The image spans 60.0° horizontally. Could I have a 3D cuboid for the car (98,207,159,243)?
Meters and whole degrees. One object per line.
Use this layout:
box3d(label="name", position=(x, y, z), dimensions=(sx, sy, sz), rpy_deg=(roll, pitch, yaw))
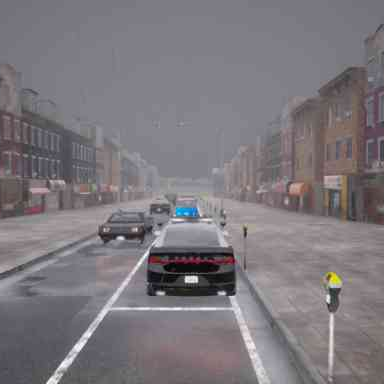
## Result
box3d(label="car", position=(-2.920, 1.595, 15.891), dimensions=(1.895, 1.301, 4.718), rpy_deg=(0, 0, 0))

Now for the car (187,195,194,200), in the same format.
box3d(label="car", position=(-0.393, 1.543, 91.932), dimensions=(1.947, 1.339, 4.313), rpy_deg=(-1, 0, 0))

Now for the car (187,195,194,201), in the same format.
box3d(label="car", position=(-0.393, 1.543, 86.399), dimensions=(1.947, 1.339, 4.313), rpy_deg=(-1, 0, 0))

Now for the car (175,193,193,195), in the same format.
box3d(label="car", position=(-0.402, 1.302, 36.607), dimensions=(2.192, 1.841, 5.009), rpy_deg=(-1, 0, 0))

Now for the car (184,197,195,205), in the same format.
box3d(label="car", position=(-0.394, 1.563, 58.737), dimensions=(1.802, 1.307, 4.206), rpy_deg=(-1, 0, 0))

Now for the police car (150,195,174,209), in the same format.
box3d(label="police car", position=(-3.018, 1.413, 33.035), dimensions=(1.930, 1.638, 5.238), rpy_deg=(0, 0, 0))

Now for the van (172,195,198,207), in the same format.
box3d(label="van", position=(-0.402, 1.332, 25.542), dimensions=(1.690, 1.788, 3.998), rpy_deg=(-1, 0, 0))

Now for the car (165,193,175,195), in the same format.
box3d(label="car", position=(-2.929, 1.205, 47.963), dimensions=(2.150, 2.045, 5.566), rpy_deg=(0, 0, 0))

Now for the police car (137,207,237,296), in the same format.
box3d(label="police car", position=(-0.011, 1.421, 8.762), dimensions=(1.930, 1.638, 5.238), rpy_deg=(0, 0, 0))
